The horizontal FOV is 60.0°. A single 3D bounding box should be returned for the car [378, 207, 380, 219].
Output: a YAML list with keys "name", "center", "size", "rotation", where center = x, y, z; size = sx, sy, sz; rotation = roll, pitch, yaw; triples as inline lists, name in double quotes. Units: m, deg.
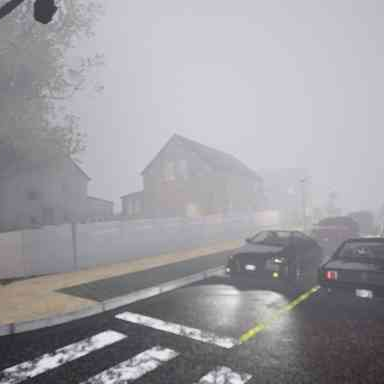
- name: "car"
  center: [20.575, 2.785, 39.248]
  size: [2.033, 1.411, 5.357]
  rotation: [-3, -3, 27]

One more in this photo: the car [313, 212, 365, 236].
- name: "car"
  center: [7.746, 2.041, 17.867]
  size: [1.882, 1.535, 5.008]
  rotation: [-3, -3, 34]

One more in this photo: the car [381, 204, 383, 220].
- name: "car"
  center: [21.564, 2.383, 35.210]
  size: [2.097, 1.767, 4.553]
  rotation: [-3, -3, 28]

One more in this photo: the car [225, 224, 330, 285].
- name: "car"
  center: [2.775, 1.932, 10.750]
  size: [1.994, 1.385, 4.181]
  rotation: [-3, -3, 36]

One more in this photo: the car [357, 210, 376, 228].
- name: "car"
  center: [13.138, 2.289, 26.306]
  size: [1.882, 1.535, 5.008]
  rotation: [-3, -3, 31]

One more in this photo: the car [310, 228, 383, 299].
- name: "car"
  center: [4.793, 1.814, 8.531]
  size: [1.895, 1.301, 4.718]
  rotation: [-3, -3, 36]
